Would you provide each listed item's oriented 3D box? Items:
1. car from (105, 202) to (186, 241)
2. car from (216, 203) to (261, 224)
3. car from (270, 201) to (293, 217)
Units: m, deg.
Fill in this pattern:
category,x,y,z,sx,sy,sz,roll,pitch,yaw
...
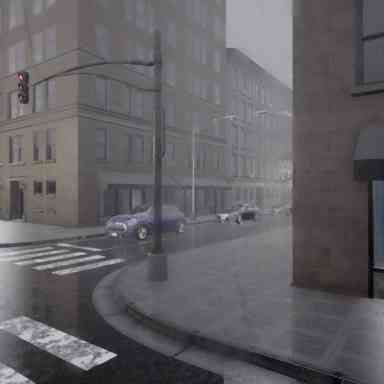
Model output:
category,x,y,z,sx,sy,sz,roll,pitch,yaw
car,-2.335,1.432,17.538,2.097,1.767,4.553,0,0,36
car,3.681,1.629,25.951,2.128,1.511,4.902,0,0,36
car,9.729,1.684,34.450,2.128,1.511,4.902,0,0,35
